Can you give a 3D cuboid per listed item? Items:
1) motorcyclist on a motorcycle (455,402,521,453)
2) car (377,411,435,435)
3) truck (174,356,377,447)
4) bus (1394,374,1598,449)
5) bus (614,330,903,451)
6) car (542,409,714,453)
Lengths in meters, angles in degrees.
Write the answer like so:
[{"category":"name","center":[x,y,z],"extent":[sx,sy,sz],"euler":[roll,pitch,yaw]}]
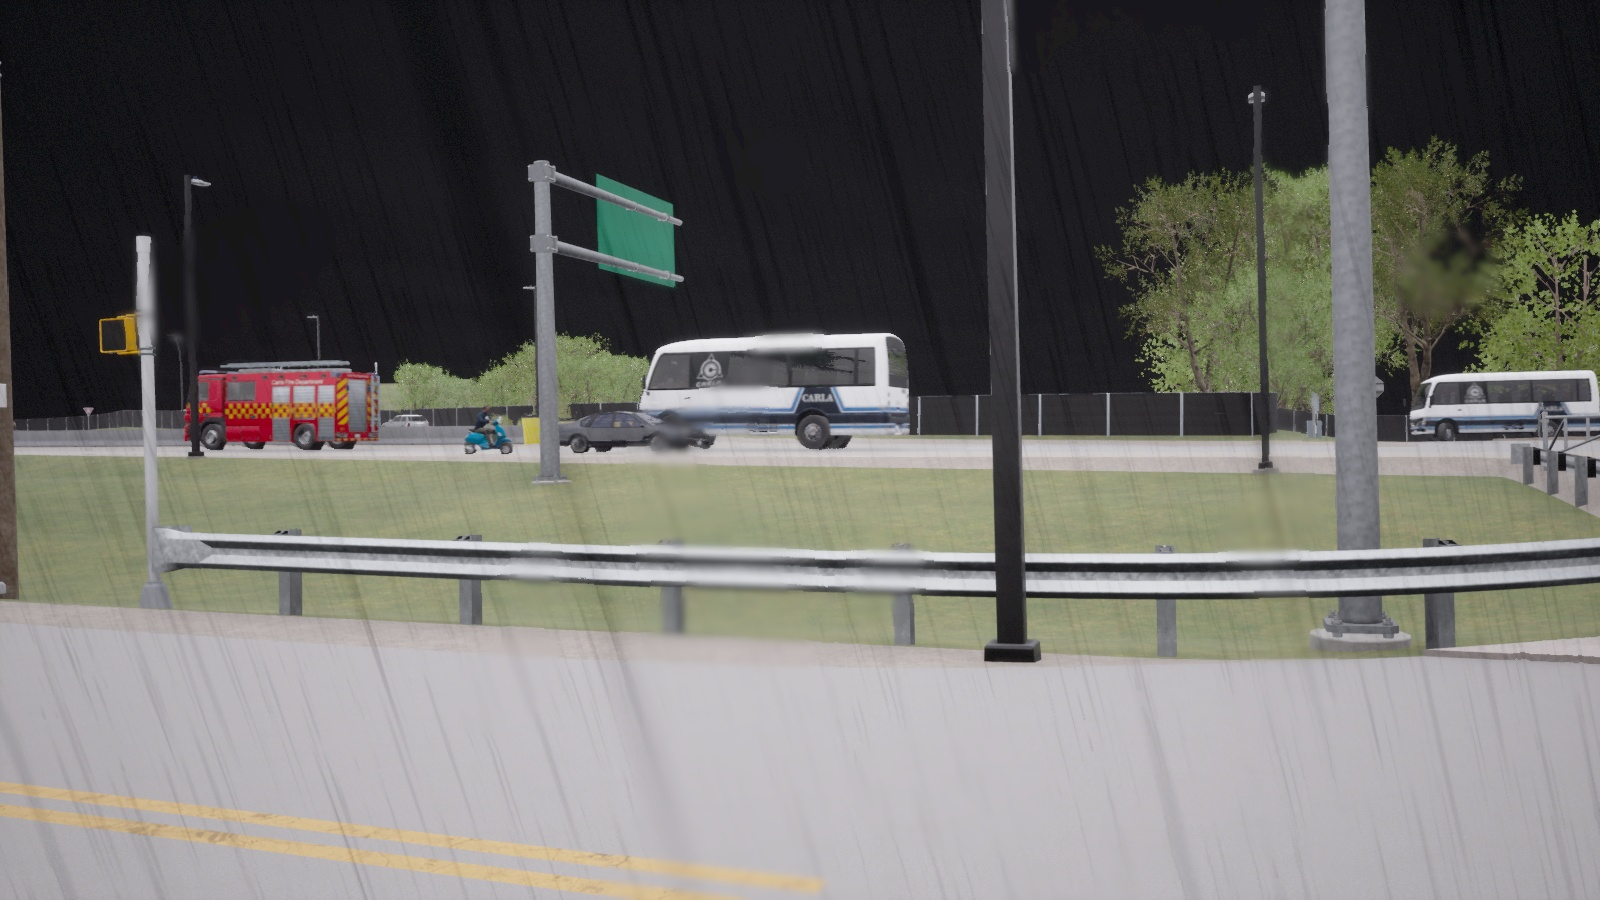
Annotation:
[{"category":"motorcyclist on a motorcycle","center":[-9.843,-0.700,39.627],"extent":[1.817,1.590,0.866],"euler":[0,1,19]},{"category":"car","center":[-24.932,-1.708,79.461],"extent":[1.970,1.475,3.806],"euler":[-2,2,-44]},{"category":"truck","center":[-23.151,-2.070,55.423],"extent":[8.468,3.827,2.891],"euler":[0,1,19]},{"category":"bus","center":[42.717,-2.303,77.558],"extent":[10.273,4.253,3.944],"euler":[0,-1,12]},{"category":"bus","center":[-1.576,-2.146,47.835],"extent":[10.273,4.253,3.944],"euler":[0,1,20]},{"category":"car","center":[-5.725,-0.636,41.889],"extent":[5.357,1.411,2.033],"euler":[0,1,19]}]
